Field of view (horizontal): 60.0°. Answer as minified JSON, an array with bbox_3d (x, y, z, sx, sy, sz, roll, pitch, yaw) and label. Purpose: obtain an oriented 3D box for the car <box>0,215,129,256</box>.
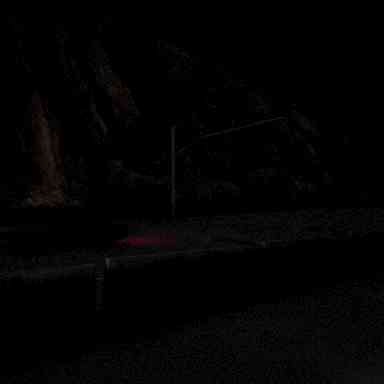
[{"bbox_3d":[-5.071,1.600,13.267,4.718,1.301,1.895,0,0,-35],"label":"car"}]
